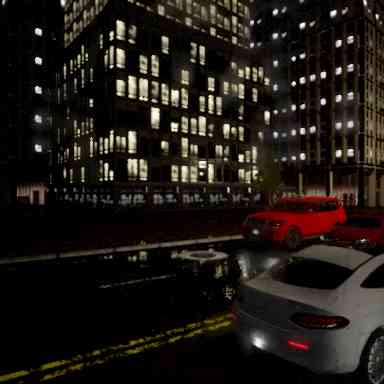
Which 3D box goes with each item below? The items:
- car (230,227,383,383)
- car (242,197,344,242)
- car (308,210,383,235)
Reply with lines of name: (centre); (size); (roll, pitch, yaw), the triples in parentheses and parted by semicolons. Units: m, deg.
car: (2.684, 1.538, 5.255); (4.674, 1.442, 1.812); (0, 0, -35)
car: (4.786, 1.255, 14.992); (5.566, 2.045, 2.150); (0, 0, -36)
car: (6.576, 1.555, 12.275); (4.674, 1.442, 1.812); (0, 0, -36)
